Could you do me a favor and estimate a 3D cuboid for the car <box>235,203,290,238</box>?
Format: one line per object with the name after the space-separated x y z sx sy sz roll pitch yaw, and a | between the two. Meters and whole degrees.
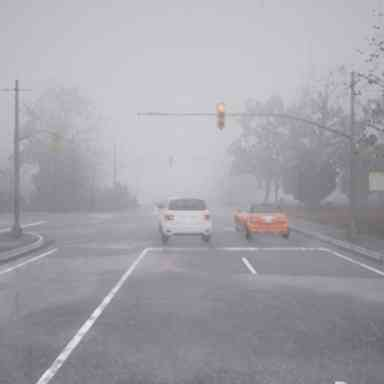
3.548 1.337 17.538 2.097 1.767 4.553 0 0 0 | car

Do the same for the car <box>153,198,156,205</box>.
-4.774 1.635 52.736 1.882 1.535 5.008 0 -1 -6 | car

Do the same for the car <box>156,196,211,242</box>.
-0.487 1.210 16.393 2.150 2.045 5.566 0 0 -7 | car
